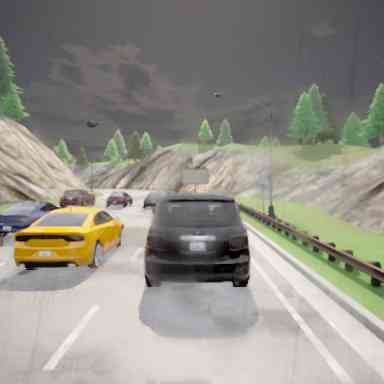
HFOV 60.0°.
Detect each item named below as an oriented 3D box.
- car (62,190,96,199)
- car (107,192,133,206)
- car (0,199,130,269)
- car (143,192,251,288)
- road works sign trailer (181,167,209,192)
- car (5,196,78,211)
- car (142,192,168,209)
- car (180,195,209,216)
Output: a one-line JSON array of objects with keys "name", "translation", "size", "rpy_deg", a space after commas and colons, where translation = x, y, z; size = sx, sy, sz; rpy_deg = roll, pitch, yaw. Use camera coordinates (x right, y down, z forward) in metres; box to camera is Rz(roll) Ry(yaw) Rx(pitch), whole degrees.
[{"name": "car", "translation": [-10.377, 0.550, 30.506], "size": [2.097, 1.767, 4.553], "rpy_deg": [0, 1, 0]}, {"name": "car", "translation": [-6.893, 0.688, 31.878], "size": [1.812, 1.442, 4.674], "rpy_deg": [0, 1, 0]}, {"name": "car", "translation": [-3.389, 1.208, 10.142], "size": [1.882, 1.535, 5.008], "rpy_deg": [0, 1, 0]}, {"name": "car", "translation": [0.110, 0.992, 8.672], "size": [2.150, 2.045, 5.566], "rpy_deg": [0, 2, 0]}, {"name": "road works sign trailer", "translation": [0.249, -0.274, 28.024], "size": [2.380, 3.560, 2.880], "rpy_deg": [0, 2, 0]}, {"name": "car", "translation": [-6.899, 1.136, 14.769], "size": [1.812, 1.442, 4.674], "rpy_deg": [0, 1, 0]}, {"name": "car", "translation": [-3.379, 0.739, 31.373], "size": [1.994, 1.385, 4.181], "rpy_deg": [0, 1, 0]}, {"name": "car", "translation": [0.155, 0.926, 24.575], "size": [1.994, 1.385, 4.181], "rpy_deg": [0, 1, 0]}]
